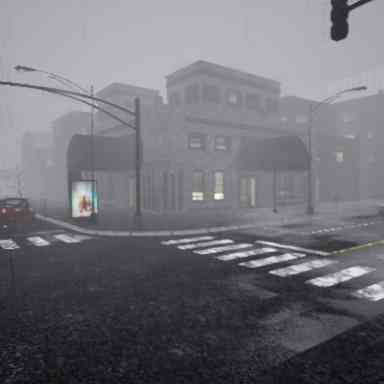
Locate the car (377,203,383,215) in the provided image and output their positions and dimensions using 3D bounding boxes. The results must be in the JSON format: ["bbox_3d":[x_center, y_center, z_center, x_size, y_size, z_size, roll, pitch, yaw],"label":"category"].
[{"bbox_3d":[14.972,0.896,23.803,4.829,1.417,1.752,-1,2,-37],"label":"car"}]

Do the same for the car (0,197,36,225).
[{"bbox_3d":[-11.240,1.070,20.924,1.967,1.590,4.097,-2,2,-36],"label":"car"}]
